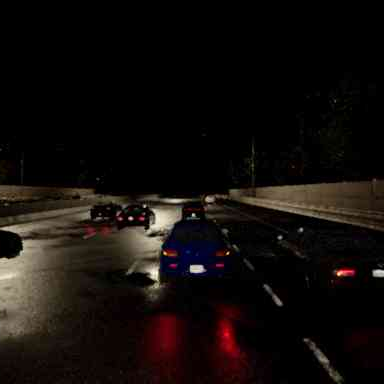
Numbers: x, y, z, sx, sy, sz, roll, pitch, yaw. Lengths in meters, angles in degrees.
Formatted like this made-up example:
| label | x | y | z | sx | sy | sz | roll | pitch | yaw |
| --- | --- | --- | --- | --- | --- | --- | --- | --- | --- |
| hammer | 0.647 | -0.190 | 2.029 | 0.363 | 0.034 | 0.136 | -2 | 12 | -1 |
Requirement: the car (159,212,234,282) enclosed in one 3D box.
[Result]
| label | x | y | z | sx | sy | sz | roll | pitch | yaw |
| --- | --- | --- | --- | --- | --- | --- | --- | --- | --- |
| car | 0.103 | 1.514 | 9.587 | 1.812 | 1.442 | 4.674 | 0 | 0 | 0 |

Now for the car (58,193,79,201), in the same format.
| label | x | y | z | sx | sy | sz | roll | pitch | yaw |
| --- | --- | --- | --- | --- | --- | --- | --- | --- | --- |
| car | -24.484 | 1.140 | 67.486 | 2.150 | 2.045 | 5.566 | 0 | 0 | 0 |

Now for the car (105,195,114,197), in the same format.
| label | x | y | z | sx | sy | sz | roll | pitch | yaw |
| --- | --- | --- | --- | --- | --- | --- | --- | --- | --- |
| car | -17.483 | 1.433 | 69.737 | 2.128 | 1.511 | 4.902 | 0 | 0 | 0 |

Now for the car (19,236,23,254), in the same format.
| label | x | y | z | sx | sy | sz | roll | pitch | yaw |
| --- | --- | --- | --- | --- | --- | --- | --- | --- | --- |
| car | -6.898 | 1.552 | 9.920 | 1.994 | 1.385 | 4.181 | 0 | 0 | 0 |

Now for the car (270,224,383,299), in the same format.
| label | x | y | z | sx | sy | sz | roll | pitch | yaw |
| --- | --- | --- | --- | --- | --- | --- | --- | --- | --- |
| car | 3.478 | 1.532 | 8.591 | 2.033 | 1.411 | 5.357 | 0 | 0 | 1 |

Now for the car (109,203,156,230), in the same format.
| label | x | y | z | sx | sy | sz | roll | pitch | yaw |
| --- | --- | --- | --- | --- | --- | --- | --- | --- | --- |
| car | -3.393 | 1.523 | 20.898 | 2.033 | 1.411 | 5.357 | 0 | 0 | 0 |

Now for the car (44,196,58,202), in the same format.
| label | x | y | z | sx | sy | sz | roll | pitch | yaw |
| --- | --- | --- | --- | --- | --- | --- | --- | --- | --- |
| car | -27.984 | 1.444 | 67.100 | 1.812 | 1.442 | 4.674 | 0 | 0 | 0 |

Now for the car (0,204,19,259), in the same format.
| label | x | y | z | sx | sy | sz | roll | pitch | yaw |
| --- | --- | --- | --- | --- | --- | --- | --- | --- | --- |
| car | -3.395 | 1.219 | 1.617 | 2.150 | 2.045 | 5.566 | 0 | 0 | 0 |

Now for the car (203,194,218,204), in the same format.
| label | x | y | z | sx | sy | sz | roll | pitch | yaw |
| --- | --- | --- | --- | --- | --- | --- | --- | --- | --- |
| car | 3.513 | 1.466 | 63.269 | 1.812 | 1.442 | 4.674 | 0 | 0 | 0 |

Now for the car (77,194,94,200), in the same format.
| label | x | y | z | sx | sy | sz | roll | pitch | yaw |
| --- | --- | --- | --- | --- | --- | --- | --- | --- | --- |
| car | -20.984 | 1.514 | 67.068 | 1.895 | 1.301 | 4.718 | 0 | 0 | 0 |

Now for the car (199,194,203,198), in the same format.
| label | x | y | z | sx | sy | sz | roll | pitch | yaw |
| --- | --- | --- | --- | --- | --- | --- | --- | --- | --- |
| car | 3.523 | 1.447 | 93.289 | 1.882 | 1.535 | 5.008 | 0 | 0 | 0 |

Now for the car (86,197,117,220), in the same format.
| label | x | y | z | sx | sy | sz | roll | pitch | yaw |
| --- | --- | --- | --- | --- | --- | --- | --- | --- | --- |
| car | -6.891 | 1.461 | 27.310 | 2.128 | 1.511 | 4.902 | 0 | 0 | 0 |

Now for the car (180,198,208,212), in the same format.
| label | x | y | z | sx | sy | sz | roll | pitch | yaw |
| --- | --- | --- | --- | --- | --- | --- | --- | --- | --- |
| car | 0.107 | 1.474 | 27.374 | 1.837 | 1.490 | 4.892 | 0 | 0 | 0 |

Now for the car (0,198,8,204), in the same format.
| label | x | y | z | sx | sy | sz | roll | pitch | yaw |
| --- | --- | --- | --- | --- | --- | --- | --- | --- | --- |
| car | -17.586 | 1.321 | 28.458 | 2.097 | 1.767 | 4.553 | 0 | 0 | 0 |
